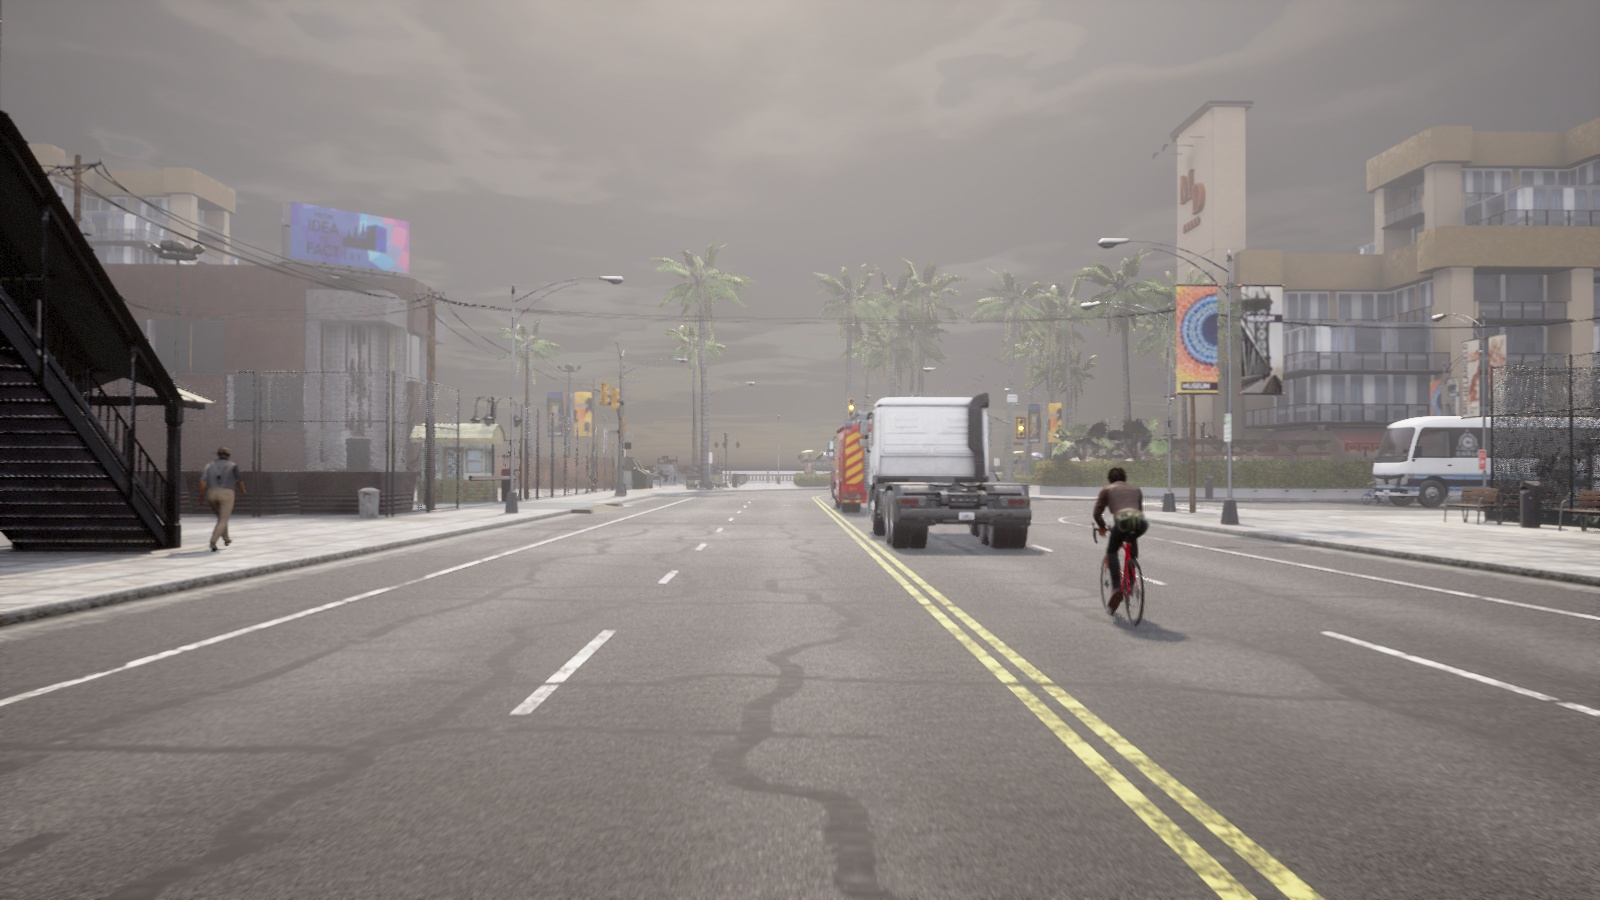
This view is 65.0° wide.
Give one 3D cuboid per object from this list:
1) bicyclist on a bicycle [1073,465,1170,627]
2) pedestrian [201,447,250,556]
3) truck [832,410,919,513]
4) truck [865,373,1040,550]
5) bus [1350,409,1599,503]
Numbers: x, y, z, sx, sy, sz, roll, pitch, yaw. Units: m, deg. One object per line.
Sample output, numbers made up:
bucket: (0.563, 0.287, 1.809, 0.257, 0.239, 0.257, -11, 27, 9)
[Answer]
bicyclist on a bicycle: (3.398, 0.978, 13.413, 0.582, 1.620, 1.656, 0, -1, -1)
pedestrian: (-9.885, 0.873, 21.617, 0.540, 1.848, 0.694, 0, -1, -1)
truck: (2.914, 0.488, 50.764, 2.891, 3.827, 8.468, 0, -1, -1)
truck: (3.200, 0.298, 28.601, 2.891, 3.462, 7.936, 0, -1, -1)
bus: (31.974, 0.302, 59.226, 10.273, 4.253, 3.944, 0, -1, -2)
